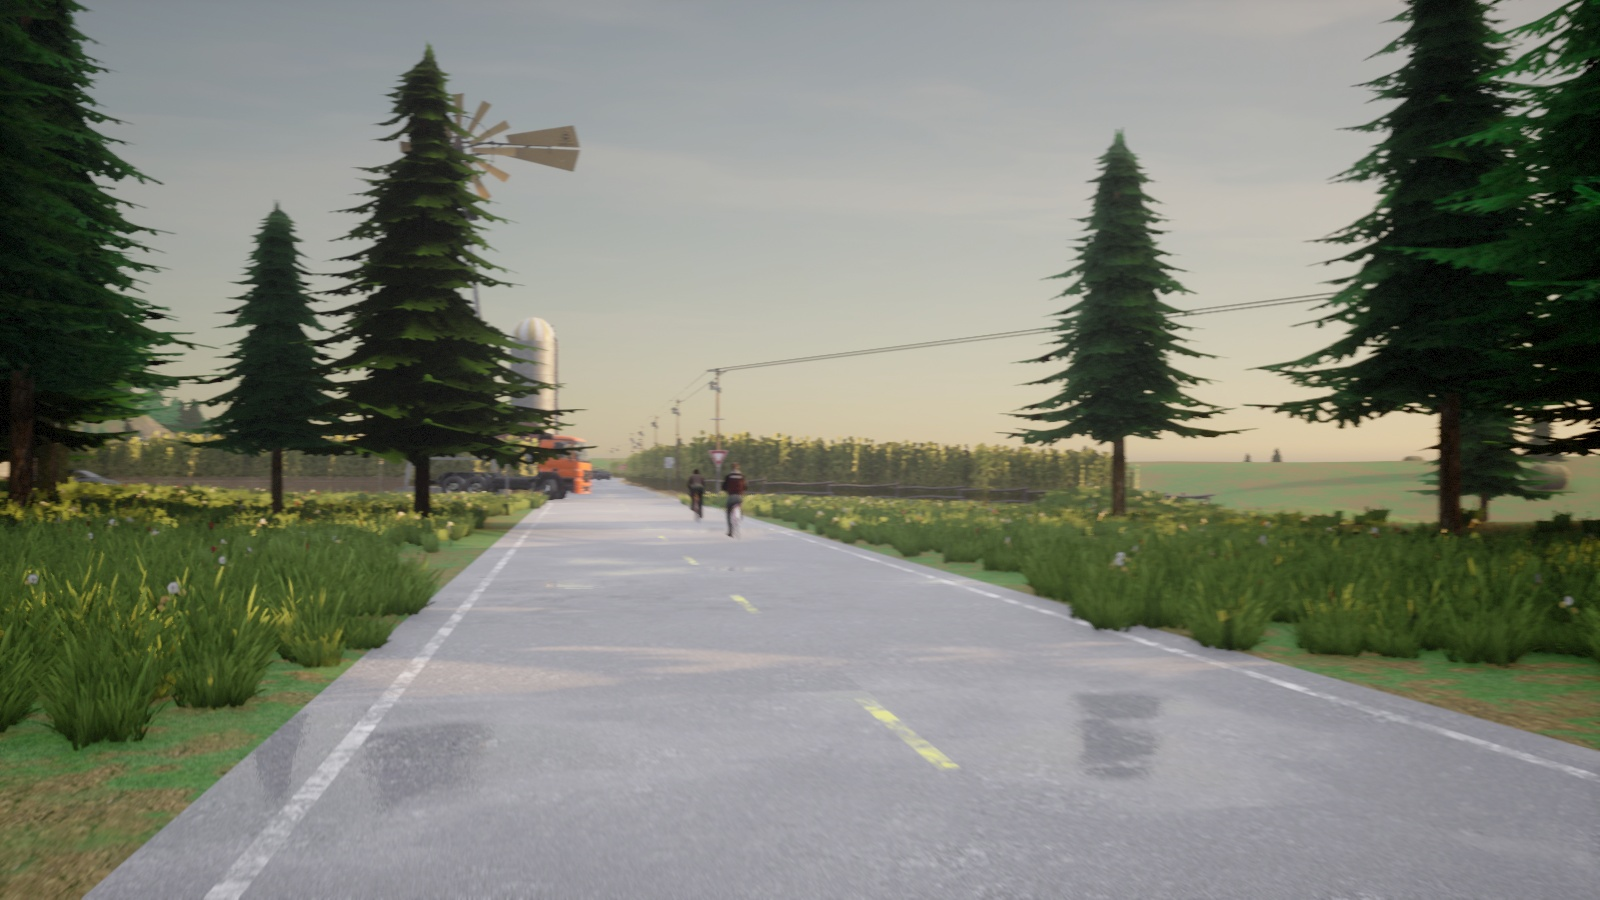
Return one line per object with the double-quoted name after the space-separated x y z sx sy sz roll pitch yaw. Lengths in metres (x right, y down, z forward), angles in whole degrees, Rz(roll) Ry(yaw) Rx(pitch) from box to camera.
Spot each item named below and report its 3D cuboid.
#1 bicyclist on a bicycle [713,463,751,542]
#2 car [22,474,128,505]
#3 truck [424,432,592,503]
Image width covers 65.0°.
-1.584 1.184 29.083 0.659 1.776 1.843 0 -1 -10 "bicyclist on a bicycle"
-35.896 1.966 62.289 4.193 1.474 1.816 0 -1 -10 "car"
-15.172 0.942 65.606 7.936 3.462 2.891 1 -2 3 "truck"
